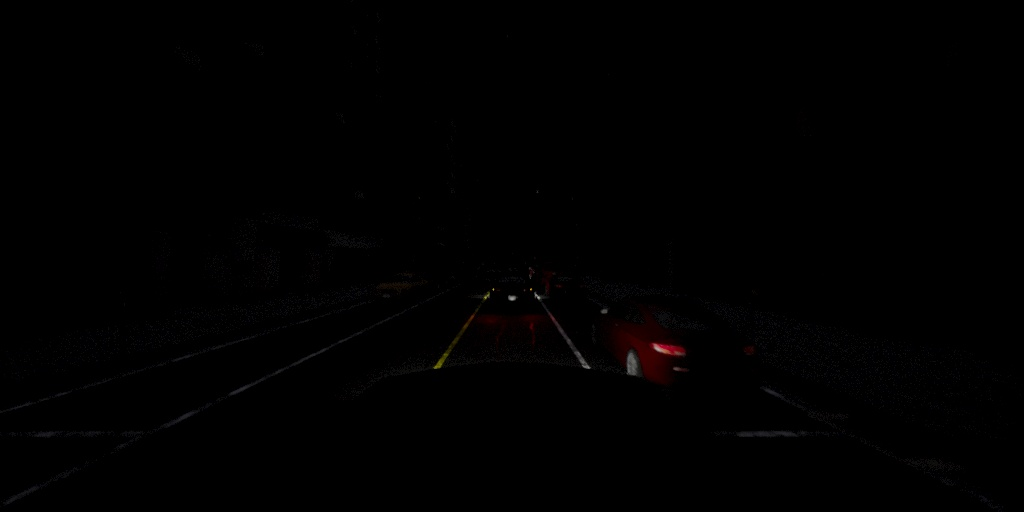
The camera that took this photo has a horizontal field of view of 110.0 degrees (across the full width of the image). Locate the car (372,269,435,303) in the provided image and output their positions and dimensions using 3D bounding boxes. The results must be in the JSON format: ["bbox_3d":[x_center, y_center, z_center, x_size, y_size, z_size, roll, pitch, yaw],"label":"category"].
[{"bbox_3d":[-5.385,1.441,17.808,1.751,1.417,4.829,0,0,0],"label":"car"}]

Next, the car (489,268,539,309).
[{"bbox_3d":[0.028,1.419,15.749,1.812,1.442,4.674,0,0,1],"label":"car"}]

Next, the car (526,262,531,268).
[{"bbox_3d":[2.642,1.521,35.026,1.967,1.591,4.097,0,0,0],"label":"car"}]

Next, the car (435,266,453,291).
[{"bbox_3d":[-5.385,1.537,23.660,1.948,1.339,4.313,0,0,0],"label":"car"}]

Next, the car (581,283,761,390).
[{"bbox_3d":[2.638,1.383,6.621,1.802,1.307,4.207,0,0,0],"label":"car"}]

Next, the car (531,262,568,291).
[{"bbox_3d":[2.641,1.286,23.665,2.192,1.841,5.009,0,0,0],"label":"car"}]

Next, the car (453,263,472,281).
[{"bbox_3d":[-5.383,1.647,35.023,1.948,1.339,4.313,0,0,0],"label":"car"}]

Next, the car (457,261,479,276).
[{"bbox_3d":[-5.382,1.451,40.704,2.192,1.841,5.009,0,0,0],"label":"car"}]

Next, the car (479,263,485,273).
[{"bbox_3d":[-5.381,1.687,52.067,1.967,1.591,4.097,0,0,0],"label":"car"}]

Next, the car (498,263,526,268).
[{"bbox_3d":[0.030,1.565,30.747,1.812,1.442,4.674,0,0,1],"label":"car"}]

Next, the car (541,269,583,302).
[{"bbox_3d":[2.640,1.498,17.983,1.802,1.307,4.207,0,0,0],"label":"car"}]

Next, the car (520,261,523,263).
[{"bbox_3d":[2.645,1.867,57.750,1.948,1.339,4.313,0,0,0],"label":"car"}]
